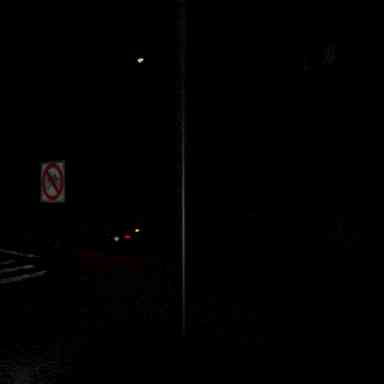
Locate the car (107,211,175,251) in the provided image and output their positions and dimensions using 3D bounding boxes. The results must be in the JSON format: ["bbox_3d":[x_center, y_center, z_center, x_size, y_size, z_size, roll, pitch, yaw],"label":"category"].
[{"bbox_3d":[-1.462,1.521,14.161,1.812,1.442,4.674,0,0,35],"label":"car"}]
